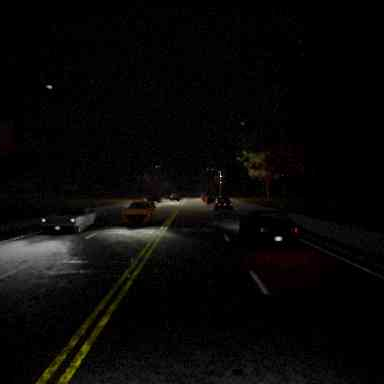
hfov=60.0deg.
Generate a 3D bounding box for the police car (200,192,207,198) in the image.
[{"bbox_3d":[3.170,0.970,94.795,1.930,1.638,5.238,0,0,0],"label":"police car"}]

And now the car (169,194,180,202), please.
[{"bbox_3d":[-3.329,1.153,63.677,2.128,1.511,4.902,0,0,1],"label":"car"}]

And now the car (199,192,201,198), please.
[{"bbox_3d":[3.189,0.972,72.651,2.097,1.767,4.553,0,0,0],"label":"car"}]

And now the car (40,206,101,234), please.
[{"bbox_3d":[-6.616,1.465,18.603,1.895,1.301,4.718,0,0,0],"label":"car"}]

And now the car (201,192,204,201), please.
[{"bbox_3d":[3.198,1.013,61.650,2.097,1.767,4.553,0,0,0],"label":"car"}]

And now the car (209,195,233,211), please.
[{"bbox_3d":[3.322,1.312,35.997,2.033,1.411,5.357,0,0,0],"label":"car"}]

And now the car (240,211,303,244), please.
[{"bbox_3d":[3.337,1.490,15.052,1.895,1.301,4.718,0,0,0],"label":"car"}]

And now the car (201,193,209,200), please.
[{"bbox_3d":[3.179,1.037,83.873,1.801,1.575,5.366,0,0,0],"label":"car"}]

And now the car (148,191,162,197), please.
[{"bbox_3d":[-6.591,0.887,59.990,2.150,2.045,5.566,0,0,1],"label":"car"}]

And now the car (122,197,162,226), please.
[{"bbox_3d":[-3.368,1.319,22.274,1.882,1.535,5.008,0,0,0],"label":"car"}]

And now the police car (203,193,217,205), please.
[{"bbox_3d":[3.207,1.127,50.789,1.930,1.638,5.238,0,0,0],"label":"police car"}]
